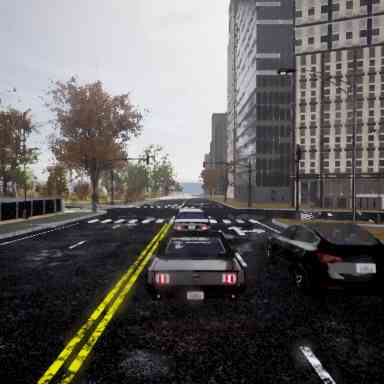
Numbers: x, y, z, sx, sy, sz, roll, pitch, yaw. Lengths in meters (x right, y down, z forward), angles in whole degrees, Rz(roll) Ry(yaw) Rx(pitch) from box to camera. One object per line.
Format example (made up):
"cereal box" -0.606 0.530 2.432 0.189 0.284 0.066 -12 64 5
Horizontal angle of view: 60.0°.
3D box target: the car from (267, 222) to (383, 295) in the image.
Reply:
"car" 3.341 1.501 8.715 2.163 1.488 4.792 0 0 0

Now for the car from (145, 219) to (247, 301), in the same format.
"car" 0.071 1.598 8.279 1.895 1.301 4.718 0 0 0

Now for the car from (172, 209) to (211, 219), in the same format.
"car" -0.015 1.544 16.519 2.033 1.411 5.357 0 0 0
